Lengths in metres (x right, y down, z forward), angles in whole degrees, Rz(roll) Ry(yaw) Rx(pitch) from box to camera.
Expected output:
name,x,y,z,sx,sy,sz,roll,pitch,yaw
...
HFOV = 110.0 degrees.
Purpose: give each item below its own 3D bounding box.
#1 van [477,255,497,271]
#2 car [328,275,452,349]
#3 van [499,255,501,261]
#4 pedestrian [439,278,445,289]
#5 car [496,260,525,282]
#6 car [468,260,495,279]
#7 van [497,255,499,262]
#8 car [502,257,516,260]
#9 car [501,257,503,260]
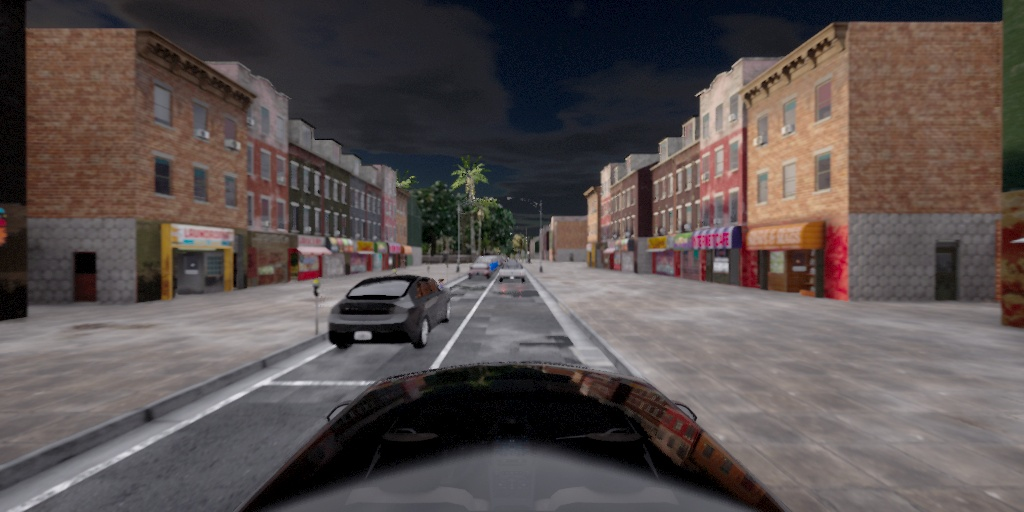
name,x,y,z,sx,sy,sz,roll,pitch,yaw
van,-2.641,0.938,35.482,1.690,1.789,3.998,0,0,0
car,-2.751,1.216,9.046,1.837,1.490,4.892,0,0,0
van,-2.643,0.899,46.410,1.690,1.789,3.998,0,0,0
pedestrian,-2.403,1.269,11.993,0.375,1.300,0.375,0,0,0
car,0.033,1.228,27.381,1.895,1.301,4.718,0,0,0
car,-2.641,1.198,30.017,1.802,1.307,4.207,0,0,0
van,-2.642,0.918,40.946,1.690,1.789,3.998,0,0,0
car,0.022,1.106,50.970,1.994,1.385,4.181,0,0,1
car,-2.644,1.070,57.339,2.007,1.370,4.403,0,0,0
